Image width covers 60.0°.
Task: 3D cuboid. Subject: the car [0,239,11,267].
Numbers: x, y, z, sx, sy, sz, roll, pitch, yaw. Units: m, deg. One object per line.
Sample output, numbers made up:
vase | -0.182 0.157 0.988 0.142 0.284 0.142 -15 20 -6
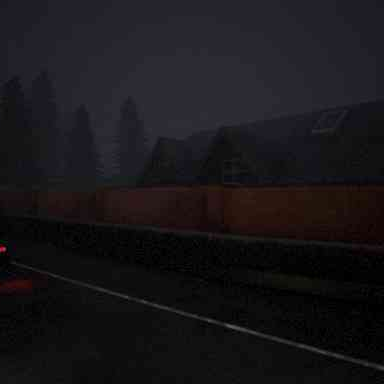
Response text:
car | -7.297 1.576 9.915 5.357 1.411 2.033 0 0 41
